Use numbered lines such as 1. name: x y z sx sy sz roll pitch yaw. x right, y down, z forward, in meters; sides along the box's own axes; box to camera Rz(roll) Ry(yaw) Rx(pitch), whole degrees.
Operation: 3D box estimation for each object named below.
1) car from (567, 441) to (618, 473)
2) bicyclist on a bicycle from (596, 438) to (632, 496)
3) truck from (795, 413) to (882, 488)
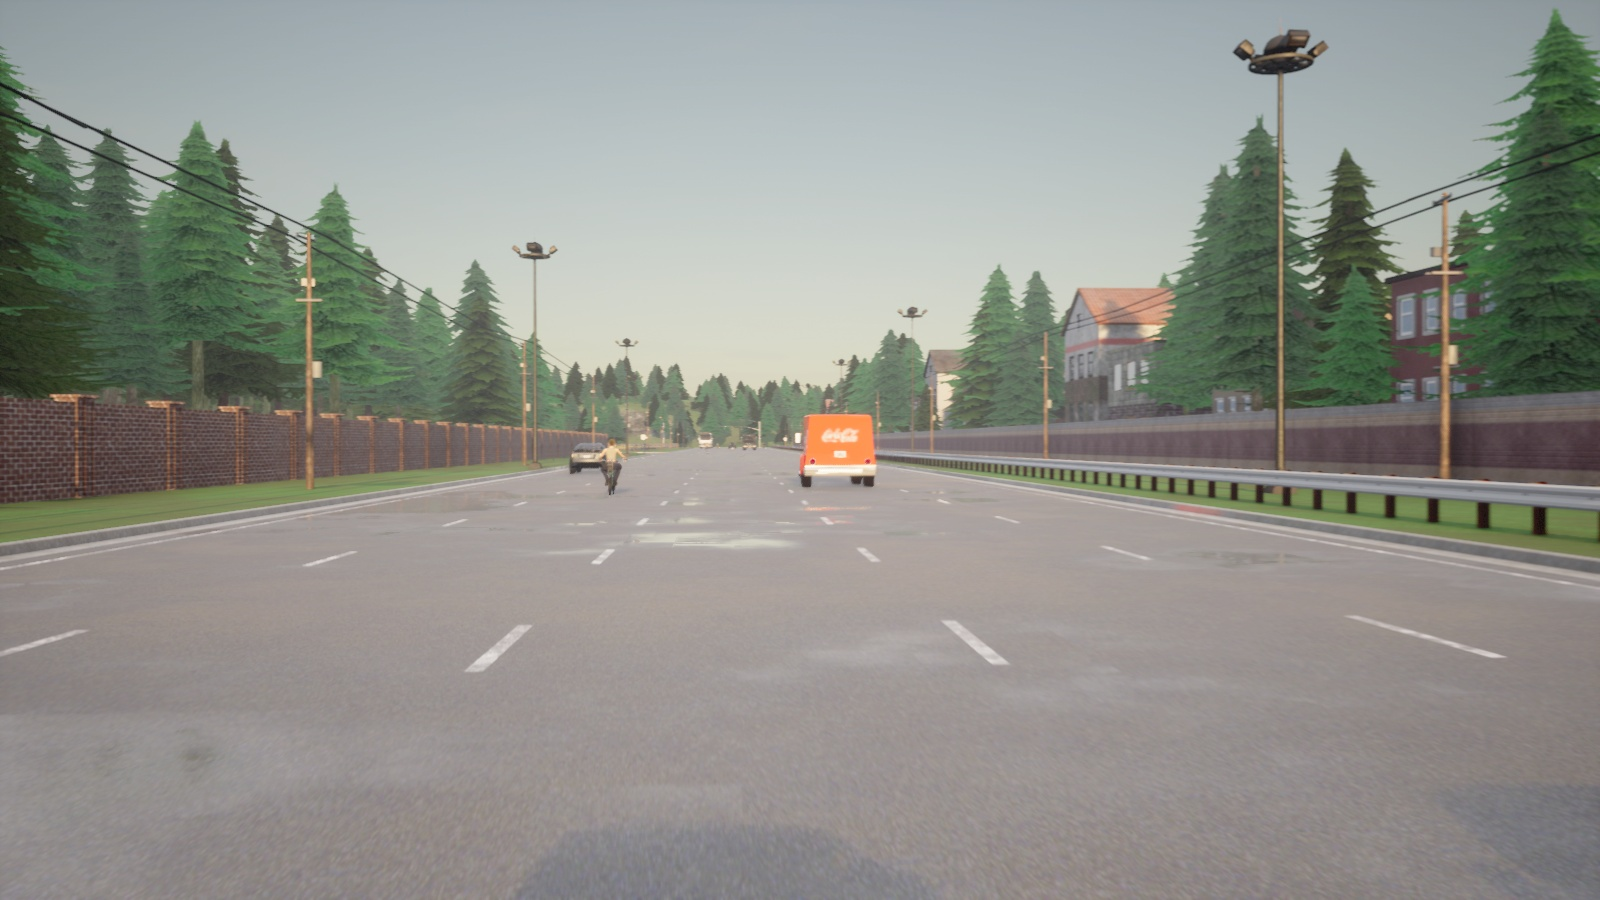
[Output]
1. car: -10.211 0.337 62.214 2.007 1.525 4.514 0 0 -3
2. bicyclist on a bicycle: -5.347 0.476 36.140 0.866 1.612 1.509 0 0 -3
3. truck: 1.264 0.012 43.859 2.627 2.467 5.204 0 0 -3
